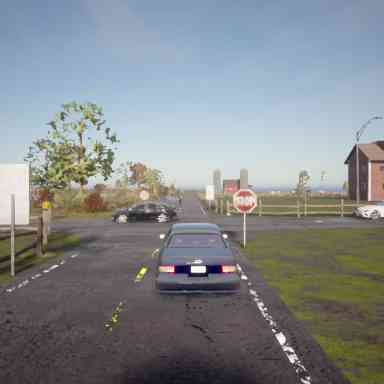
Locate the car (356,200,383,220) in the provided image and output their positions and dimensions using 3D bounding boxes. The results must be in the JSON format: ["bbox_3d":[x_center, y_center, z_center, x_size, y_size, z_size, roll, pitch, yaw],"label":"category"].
[{"bbox_3d":[14.611,1.282,24.534,4.674,1.442,1.812,-1,0,0],"label":"car"}]

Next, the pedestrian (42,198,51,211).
[{"bbox_3d":[-12.183,1.412,27.744,0.375,1.860,0.375,0,1,0],"label":"pedestrian"}]

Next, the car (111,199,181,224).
[{"bbox_3d":[-3.491,1.519,24.660,4.892,1.490,1.837,-1,0,0],"label":"car"}]

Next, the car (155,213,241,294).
[{"bbox_3d":[0.067,1.546,8.955,2.033,1.411,5.357,0,0,-1],"label":"car"}]

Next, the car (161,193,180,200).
[{"bbox_3d":[-2.881,1.349,38.797,2.097,1.767,4.553,0,0,0],"label":"car"}]

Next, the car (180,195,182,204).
[{"bbox_3d":[-2.882,1.522,48.847,1.812,1.442,4.674,0,0,1],"label":"car"}]

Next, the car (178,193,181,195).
[{"bbox_3d":[-2.880,1.217,59.147,2.150,2.045,5.566,0,0,0],"label":"car"}]
